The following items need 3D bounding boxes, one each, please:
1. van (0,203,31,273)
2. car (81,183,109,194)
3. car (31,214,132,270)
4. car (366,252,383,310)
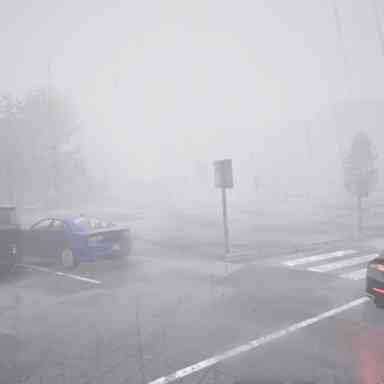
[{"bbox_3d":[-6.769,1.274,9.472,4.442,1.987,1.878,-1,0,35],"label":"van"},{"bbox_3d":[-15.356,-0.620,54.497,2.163,1.488,4.792,1,6,16],"label":"car"},{"bbox_3d":[-4.211,1.494,11.120,5.008,1.535,2.097,-1,0,35],"label":"car"},{"bbox_3d":[5.282,1.478,6.536,4.902,1.511,2.128,0,0,-37],"label":"car"}]
